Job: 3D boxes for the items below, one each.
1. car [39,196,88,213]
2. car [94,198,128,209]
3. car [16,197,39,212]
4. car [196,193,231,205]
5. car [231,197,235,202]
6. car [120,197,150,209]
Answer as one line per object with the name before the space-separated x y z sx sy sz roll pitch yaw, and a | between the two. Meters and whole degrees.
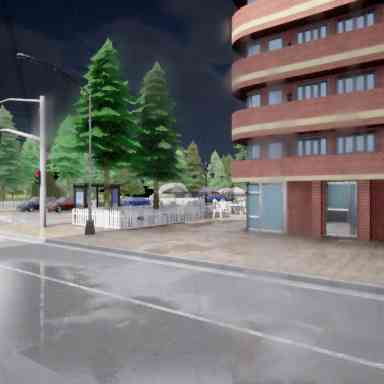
car | -13.660 1.296 36.129 2.097 1.767 4.553 0 0 36
car | -11.053 1.507 45.641 1.994 1.385 4.181 0 0 36
car | -17.144 1.296 37.267 2.097 1.767 4.553 0 0 35
car | 3.253 1.167 55.789 5.566 2.045 2.150 0 0 -35
car | 5.848 1.451 61.571 4.892 1.490 1.837 1 0 -29
car | -7.807 1.422 44.162 1.882 1.535 5.008 0 0 37
